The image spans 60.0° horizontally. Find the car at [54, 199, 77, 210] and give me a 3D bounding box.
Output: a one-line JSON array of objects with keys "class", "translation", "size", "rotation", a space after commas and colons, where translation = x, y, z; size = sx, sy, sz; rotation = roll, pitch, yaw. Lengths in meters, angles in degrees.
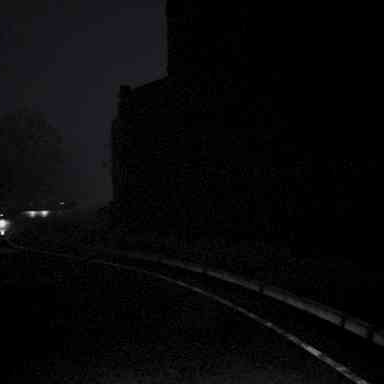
[{"class": "car", "translation": [-18.841, 1.808, 50.682], "size": [2.128, 1.511, 4.902], "rotation": [-2, 1, -9]}]

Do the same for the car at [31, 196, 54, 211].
[{"class": "car", "translation": [-22.126, 1.637, 49.533], "size": [2.150, 2.045, 5.566], "rotation": [-2, 0, -8]}]

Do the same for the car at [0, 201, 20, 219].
[{"class": "car", "translation": [-19.854, 1.831, 34.896], "size": [2.097, 1.767, 4.553], "rotation": [-2, 2, -9]}]
